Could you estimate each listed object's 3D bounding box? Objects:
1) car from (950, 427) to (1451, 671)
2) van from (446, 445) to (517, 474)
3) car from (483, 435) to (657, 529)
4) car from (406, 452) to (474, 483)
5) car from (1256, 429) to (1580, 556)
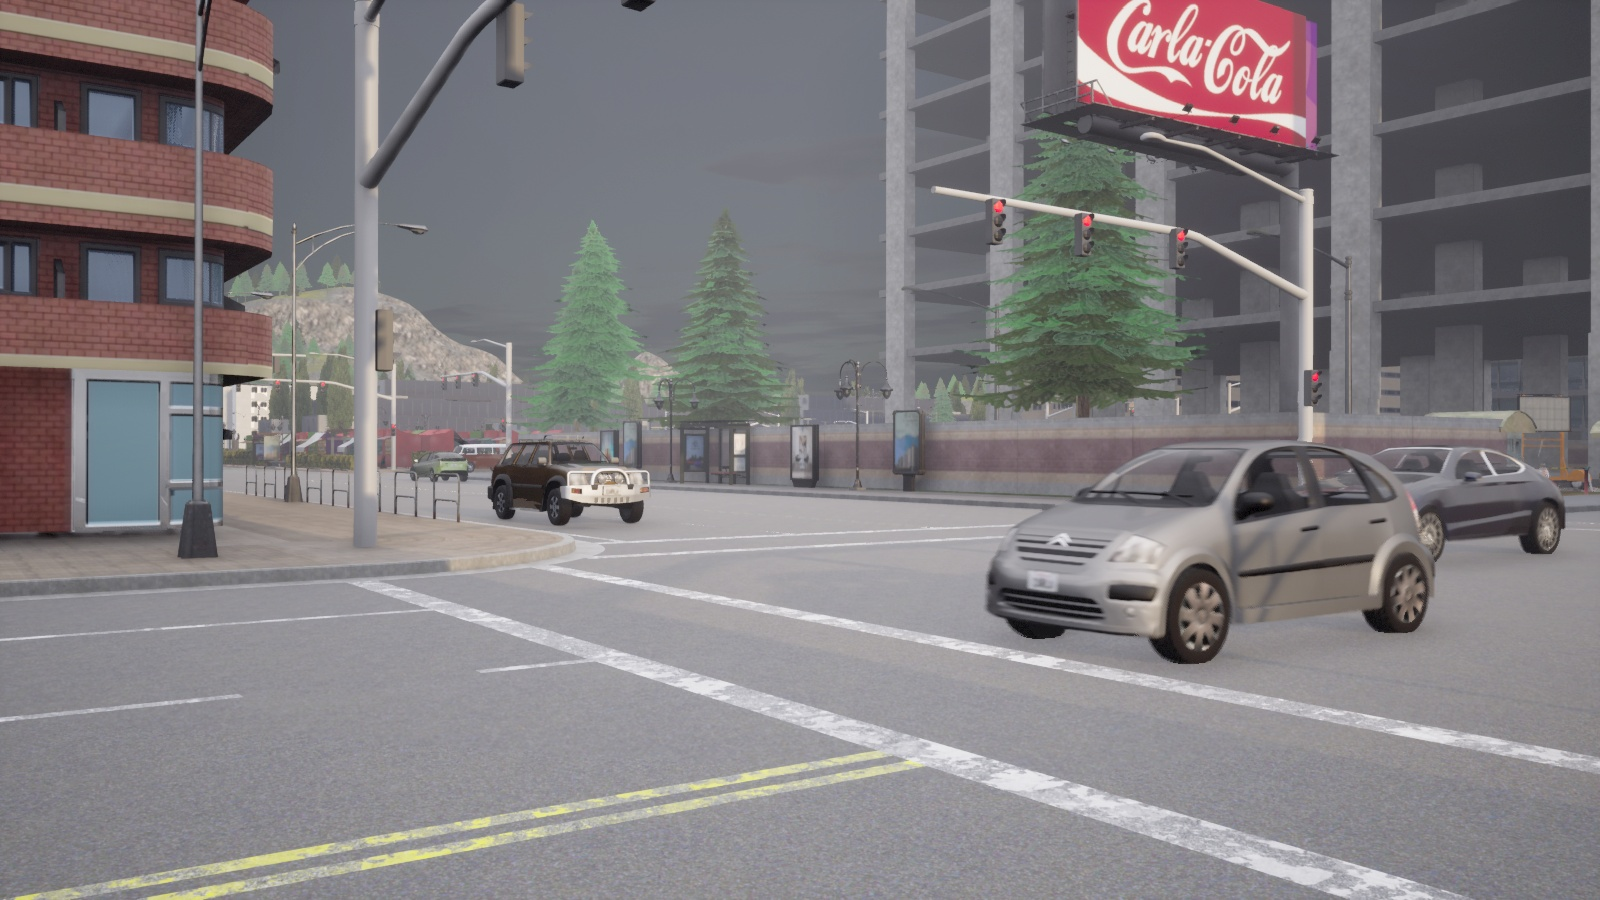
[{"bbox_3d":[3.346,0.661,10.255,3.988,1.617,1.851,0,0,-35],"label":"car"},{"bbox_3d":[-22.778,0.681,89.898,4.480,2.038,2.069,0,0,-35],"label":"van"},{"bbox_3d":[-5.046,0.638,27.088,1.932,1.855,4.605,0,0,-35],"label":"car"},{"bbox_3d":[-18.486,0.888,64.403,2.007,1.525,4.514,0,0,-35],"label":"car"},{"bbox_3d":[9.234,0.549,18.620,5.027,1.651,2.152,0,0,-35],"label":"car"}]
